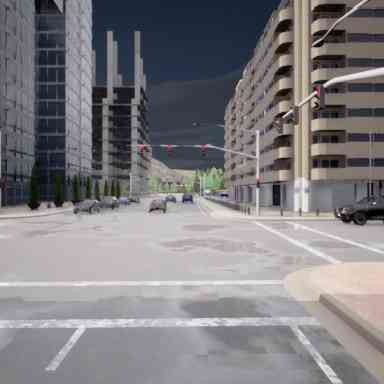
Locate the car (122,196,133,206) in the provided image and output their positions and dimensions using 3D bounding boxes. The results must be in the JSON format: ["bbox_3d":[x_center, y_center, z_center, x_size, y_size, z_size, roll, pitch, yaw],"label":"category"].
[{"bbox_3d":[-11.311,1.526,54.384,1.812,1.442,4.674,0,0,-1],"label":"car"}]

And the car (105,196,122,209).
[{"bbox_3d":[-11.184,1.352,44.549,2.097,1.767,4.553,0,0,-1],"label":"car"}]

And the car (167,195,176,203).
[{"bbox_3d":[-4.425,1.352,69.099,2.097,1.767,4.553,0,0,-1],"label":"car"}]

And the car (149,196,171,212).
[{"bbox_3d":[-3.836,1.547,38.273,2.033,1.411,5.357,0,0,-2],"label":"car"}]

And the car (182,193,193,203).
[{"bbox_3d":[-0.917,1.221,68.509,2.150,2.045,5.566,0,0,-1],"label":"car"}]

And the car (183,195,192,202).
[{"bbox_3d":[-1.063,1.473,79.242,1.882,1.535,5.008,0,0,-1],"label":"car"}]

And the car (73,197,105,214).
[{"bbox_3d":[-11.076,1.505,35.358,1.837,1.490,4.892,0,0,0],"label":"car"}]

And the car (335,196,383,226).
[{"bbox_3d":[13.231,1.277,23.764,5.566,2.045,2.150,0,0,-1],"label":"car"}]

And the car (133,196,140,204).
[{"bbox_3d":[-11.402,1.547,64.997,2.033,1.411,5.357,0,0,0],"label":"car"}]

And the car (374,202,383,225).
[{"bbox_3d":[14.294,1.547,20.281,4.902,1.511,2.128,0,0,-1],"label":"car"}]
